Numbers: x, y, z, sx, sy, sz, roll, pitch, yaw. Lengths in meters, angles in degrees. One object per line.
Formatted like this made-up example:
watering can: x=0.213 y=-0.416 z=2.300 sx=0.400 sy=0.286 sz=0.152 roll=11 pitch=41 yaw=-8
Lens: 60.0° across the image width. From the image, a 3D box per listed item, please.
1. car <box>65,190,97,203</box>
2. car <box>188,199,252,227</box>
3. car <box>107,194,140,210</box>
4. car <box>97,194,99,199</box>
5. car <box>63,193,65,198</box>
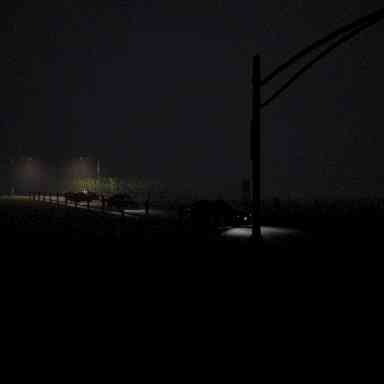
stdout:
car: x=-15.028 y=0.730 z=44.795 sx=2.033 sy=1.411 sz=5.357 roll=0 pitch=1 yaw=-35
car: x=1.644 y=1.216 z=20.795 sx=1.837 sy=1.490 sz=4.892 roll=0 pitch=1 yaw=-35
car: x=-6.958 y=0.962 z=33.171 sx=1.812 sy=1.442 sz=4.674 roll=0 pitch=1 yaw=-35
car: x=-16.662 y=0.601 z=53.592 sx=2.033 sy=1.411 sz=5.357 roll=0 pitch=1 yaw=-35
car: x=-22.528 y=0.353 z=62.022 sx=1.882 sy=1.535 sz=5.008 roll=0 pitch=1 yaw=-35
